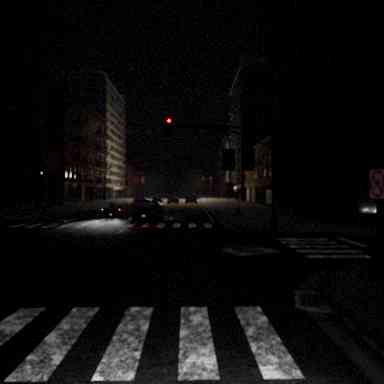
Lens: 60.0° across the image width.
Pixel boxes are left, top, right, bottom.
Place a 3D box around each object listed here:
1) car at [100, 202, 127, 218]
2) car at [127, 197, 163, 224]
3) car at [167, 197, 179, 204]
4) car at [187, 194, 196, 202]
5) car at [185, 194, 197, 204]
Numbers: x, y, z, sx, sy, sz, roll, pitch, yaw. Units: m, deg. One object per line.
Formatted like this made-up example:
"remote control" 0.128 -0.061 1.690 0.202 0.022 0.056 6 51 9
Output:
"car" -6.659 1.527 29.408 1.895 1.301 4.718 0 0 0
"car" -3.201 1.417 24.474 1.882 1.535 5.008 0 0 0
"car" -3.371 1.447 58.798 1.895 1.301 4.718 0 0 0
"car" -0.142 1.297 68.777 1.882 1.535 5.008 0 0 0
"car" -0.121 1.199 58.744 2.097 1.767 4.553 0 0 0
